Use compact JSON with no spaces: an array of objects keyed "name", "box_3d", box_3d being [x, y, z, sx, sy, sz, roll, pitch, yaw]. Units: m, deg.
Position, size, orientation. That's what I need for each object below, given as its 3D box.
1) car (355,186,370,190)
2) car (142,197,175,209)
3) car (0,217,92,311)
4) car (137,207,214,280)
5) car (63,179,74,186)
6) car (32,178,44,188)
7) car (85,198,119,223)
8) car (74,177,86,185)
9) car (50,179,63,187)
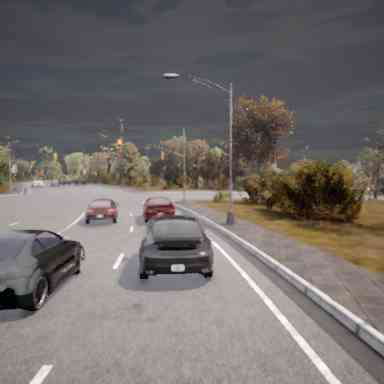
[{"name":"car","box_3d":[33.412,-0.452,67.052,5.566,2.045,2.150,2,2,-24]},{"name":"car","box_3d":[-2.228,1.038,21.850,1.882,1.535,5.008,-1,2,-10]},{"name":"car","box_3d":[-3.868,1.529,7.615,1.994,1.385,4.181,0,1,-4]},{"name":"car","box_3d":[-0.531,1.417,9.787,1.837,1.490,4.892,0,1,-5]},{"name":"car","box_3d":[-32.217,-2.450,85.149,1.837,1.490,4.892,-2,3,-27]},{"name":"car","box_3d":[-33.573,-2.015,72.452,2.150,2.045,5.566,-2,4,-27]},{"name":"car","box_3d":[-5.669,1.128,21.263,1.812,1.442,4.674,-1,2,-10]},{"name":"car","box_3d":[-29.118,-2.824,86.755,2.150,2.045,5.566,-2,3,-27]},{"name":"car","box_3d":[-30.466,-1.816,74.078,1.812,1.442,4.674,-2,4,-27]}]
